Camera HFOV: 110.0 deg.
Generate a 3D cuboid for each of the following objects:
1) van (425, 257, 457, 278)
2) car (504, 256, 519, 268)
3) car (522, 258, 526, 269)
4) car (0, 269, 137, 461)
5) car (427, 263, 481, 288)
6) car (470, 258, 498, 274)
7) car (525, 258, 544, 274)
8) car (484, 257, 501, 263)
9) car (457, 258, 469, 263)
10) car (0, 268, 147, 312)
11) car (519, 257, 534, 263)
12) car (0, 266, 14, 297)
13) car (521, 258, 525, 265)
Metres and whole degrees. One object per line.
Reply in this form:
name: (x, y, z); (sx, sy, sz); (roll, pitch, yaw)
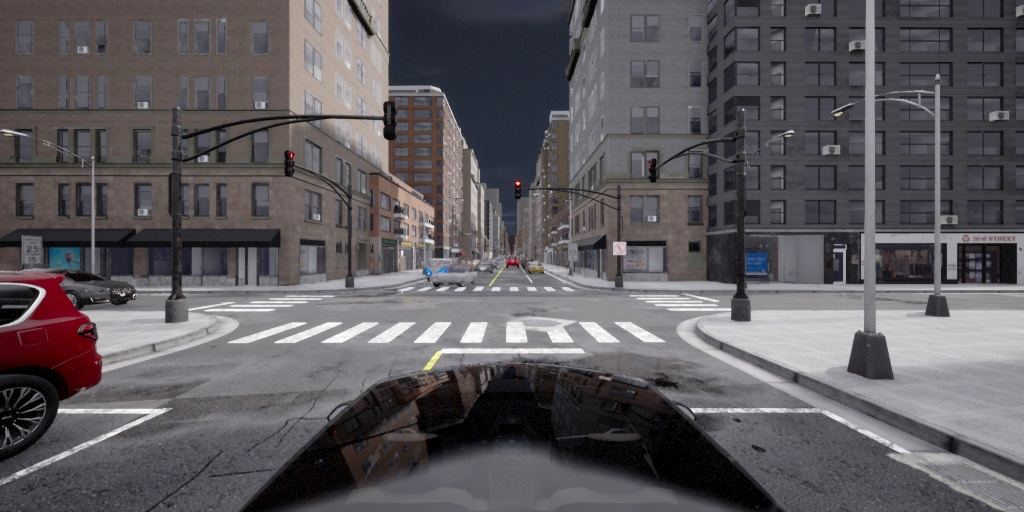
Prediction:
van: (-5.848, 1.088, 29.101); (1.690, 1.789, 3.998); (0, 0, 0)
car: (0.121, 0.964, 60.989); (2.150, 2.045, 5.566); (0, 0, 0)
car: (2.685, 1.296, 45.908); (2.007, 1.370, 4.403); (0, 0, 0)
car: (-5.858, 1.065, 2.153); (2.192, 1.841, 5.009); (0, 0, 0)
car: (-3.683, 1.349, 23.770); (1.895, 1.301, 4.718); (0, 0, 8)
car: (-3.084, 1.239, 40.457); (2.128, 1.511, 4.902); (0, 0, 0)
car: (2.682, 1.272, 40.483); (1.751, 1.417, 4.829); (0, 0, 0)
car: (-3.056, 1.247, 54.372); (1.837, 1.490, 4.892); (0, 0, 0)
car: (-5.846, 1.062, 34.697); (2.192, 1.841, 5.009); (0, 0, 0)
car: (-17.571, 1.265, 13.872); (4.892, 1.490, 1.837); (0, 0, -2)
car: (2.689, 1.058, 57.096); (2.192, 1.841, 5.009); (0, 0, 0)
car: (-27.411, 1.240, 16.997); (5.008, 1.535, 1.882); (0, 0, 0)
car: (2.687, 1.310, 51.502); (1.948, 1.339, 4.313); (0, 0, 0)
